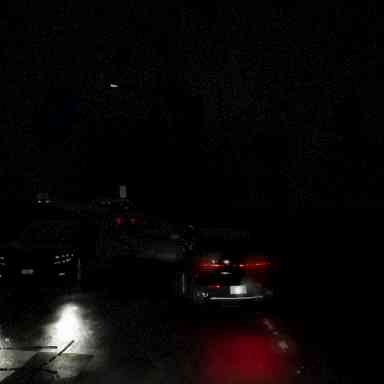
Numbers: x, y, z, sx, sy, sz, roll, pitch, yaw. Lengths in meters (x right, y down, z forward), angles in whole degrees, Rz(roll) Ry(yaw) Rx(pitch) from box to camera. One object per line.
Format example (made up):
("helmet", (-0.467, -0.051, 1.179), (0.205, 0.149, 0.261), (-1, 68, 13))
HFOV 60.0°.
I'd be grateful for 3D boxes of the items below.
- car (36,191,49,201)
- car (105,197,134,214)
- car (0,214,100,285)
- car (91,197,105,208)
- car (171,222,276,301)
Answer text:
("car", (-32.512, 0.902, 72.338), (2.150, 2.045, 5.566), (1, -1, -31))
("car", (-7.471, 1.382, 34.822), (1.882, 1.535, 5.008), (1, 0, -24))
("car", (-3.928, 1.464, 9.748), (1.882, 1.535, 5.008), (0, 0, -8))
("car", (-11.745, 1.379, 43.864), (2.033, 1.411, 5.357), (1, 0, -31))
("car", (0.580, 1.506, 8.379), (1.837, 1.490, 4.892), (0, 0, -6))
